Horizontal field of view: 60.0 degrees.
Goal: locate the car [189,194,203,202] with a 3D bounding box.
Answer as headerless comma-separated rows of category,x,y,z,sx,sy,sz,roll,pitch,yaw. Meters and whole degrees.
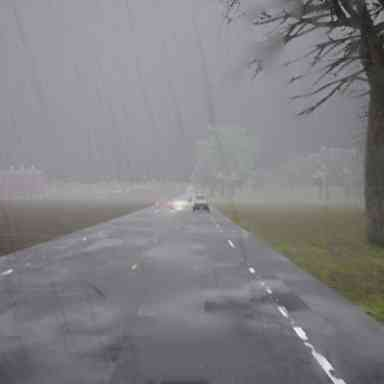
car,1.051,1.360,49.441,2.150,2.045,5.566,0,0,0

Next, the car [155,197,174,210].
car,-3.583,1.477,43.899,2.097,1.767,4.553,0,0,0

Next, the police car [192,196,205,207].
police car,1.051,1.570,55.523,1.930,1.638,5.238,0,0,0

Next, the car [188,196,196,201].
car,0.002,1.693,92.141,1.895,1.301,4.718,0,0,0

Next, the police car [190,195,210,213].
police car,1.051,1.542,39.520,1.930,1.638,5.238,0,0,0
